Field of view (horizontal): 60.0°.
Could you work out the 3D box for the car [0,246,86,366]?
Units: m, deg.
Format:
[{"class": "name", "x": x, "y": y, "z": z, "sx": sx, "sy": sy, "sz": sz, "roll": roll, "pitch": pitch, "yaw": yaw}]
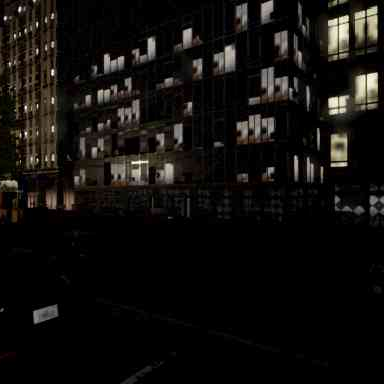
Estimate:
[{"class": "car", "x": -3.527, "y": 1.566, "z": 5.384, "sx": 4.313, "sy": 1.339, "sz": 1.947, "roll": 0, "pitch": 0, "yaw": 35}]
